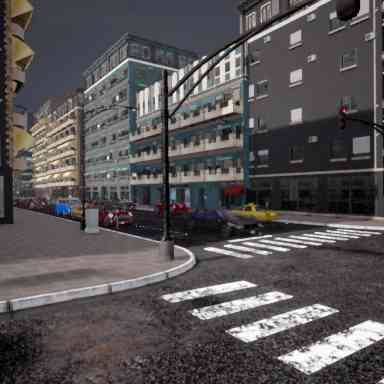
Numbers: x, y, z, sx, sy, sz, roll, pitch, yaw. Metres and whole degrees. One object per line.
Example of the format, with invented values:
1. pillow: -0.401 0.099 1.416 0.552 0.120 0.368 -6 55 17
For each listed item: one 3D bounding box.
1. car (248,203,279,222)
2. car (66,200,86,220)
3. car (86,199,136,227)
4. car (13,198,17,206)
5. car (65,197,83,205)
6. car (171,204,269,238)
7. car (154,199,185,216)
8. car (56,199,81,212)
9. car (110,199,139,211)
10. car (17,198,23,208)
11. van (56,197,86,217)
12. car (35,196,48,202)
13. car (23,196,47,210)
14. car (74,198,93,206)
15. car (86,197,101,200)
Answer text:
1. car: 4.130 1.498 24.446 1.752 1.417 4.829 -1 1 -35
2. car: -8.922 1.651 28.317 1.752 1.417 4.829 -1 1 -35
3. car: -5.809 1.552 23.949 1.967 1.590 4.097 -1 1 -35
4. car: -31.511 1.781 59.998 1.887 1.381 4.507 -1 1 -35
5. car: -21.475 1.644 60.357 2.008 1.369 4.403 -1 1 -35
6. car: 1.359 1.598 18.488 2.033 1.411 5.357 -1 1 -38
7. car: -2.199 1.441 33.319 1.967 1.590 4.097 -1 1 -35
8. car: -15.868 1.634 42.579 1.837 1.490 4.892 -1 0 -35
9. car: -8.623 1.581 42.332 2.008 1.369 4.403 -1 1 -35
10. car: -25.085 1.769 50.986 1.947 1.339 4.313 -1 1 -35
11. van: -12.236 1.482 32.960 1.690 1.788 3.998 -1 1 -35
12. car: -37.540 1.727 82.887 1.887 1.381 4.507 -1 1 -35
13. car: -21.874 1.627 46.479 1.967 1.590 4.097 -1 1 -35
14. car: -18.262 1.643 55.850 1.947 1.339 4.313 -1 1 -35
15. car: -15.051 1.501 51.343 1.967 1.590 4.097 -1 1 -35
